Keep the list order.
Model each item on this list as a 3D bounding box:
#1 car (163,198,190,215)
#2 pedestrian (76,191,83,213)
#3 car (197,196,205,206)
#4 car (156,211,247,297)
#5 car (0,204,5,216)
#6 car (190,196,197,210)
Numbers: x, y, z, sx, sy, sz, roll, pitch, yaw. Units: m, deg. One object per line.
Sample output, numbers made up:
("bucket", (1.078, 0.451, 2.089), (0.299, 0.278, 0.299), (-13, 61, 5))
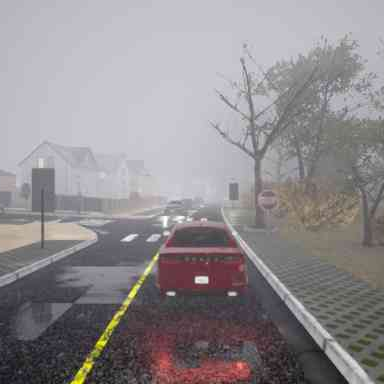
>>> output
("car", (-1.624, 1.585, 34.303), (1.812, 1.442, 4.674), (0, 0, 6))
("pedestrian", (-9.131, 0.802, 26.904), (0.375, 1.860, 0.375), (0, -3, 1))
("car", (1.149, 1.593, 61.778), (2.097, 1.767, 4.553), (0, 0, 8))
("car", (0.223, 1.484, 8.646), (1.882, 1.535, 5.008), (0, 0, 1))
("car", (-14.548, 0.842, 21.160), (5.008, 1.535, 1.882), (3, 0, 1))
("car", (-0.747, 1.588, 44.631), (1.882, 1.535, 5.008), (0, 0, 4))
